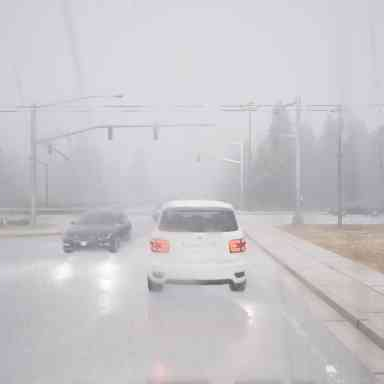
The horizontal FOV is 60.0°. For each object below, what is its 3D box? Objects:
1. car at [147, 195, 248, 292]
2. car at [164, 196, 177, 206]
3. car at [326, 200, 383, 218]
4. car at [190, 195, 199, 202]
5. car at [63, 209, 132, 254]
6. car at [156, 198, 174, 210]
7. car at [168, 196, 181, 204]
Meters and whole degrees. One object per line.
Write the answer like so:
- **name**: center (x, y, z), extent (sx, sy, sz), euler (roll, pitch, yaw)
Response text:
- **car**: center (0.068, 1.218, 9.086), extent (2.150, 2.045, 5.566), euler (0, 0, -2)
- **car**: center (-3.556, 1.505, 55.126), extent (1.837, 1.490, 4.892), euler (0, 0, 0)
- **car**: center (14.941, 1.518, 30.488), extent (4.902, 1.511, 2.128), euler (0, 0, 1)
- **car**: center (0.593, 1.525, 81.687), extent (2.128, 1.511, 4.902), euler (0, 0, 2)
- **car**: center (-3.635, 1.495, 13.539), extent (1.837, 1.490, 4.892), euler (0, 0, 0)
- **car**: center (-3.584, 1.547, 44.939), extent (2.033, 1.411, 5.357), euler (0, 0, 0)
- **car**: center (-3.422, 1.491, 65.392), extent (2.128, 1.511, 4.902), euler (0, 0, 1)
